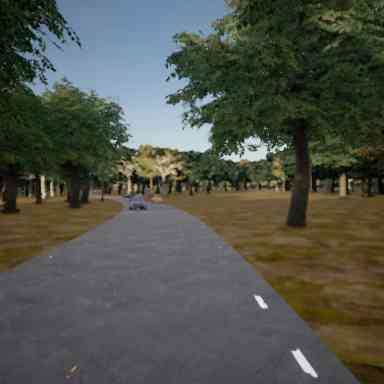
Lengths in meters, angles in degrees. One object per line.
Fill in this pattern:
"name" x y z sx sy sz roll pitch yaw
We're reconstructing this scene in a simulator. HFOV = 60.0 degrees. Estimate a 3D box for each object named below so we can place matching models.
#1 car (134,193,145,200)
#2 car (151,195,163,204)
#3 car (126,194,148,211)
"car" -12.507 1.139 79.011 1.882 1.535 5.008 -1 0 -18
"car" -6.474 1.310 61.229 1.801 1.575 5.366 0 0 -14
"car" -6.305 1.291 39.087 2.097 1.767 4.553 0 0 -9
